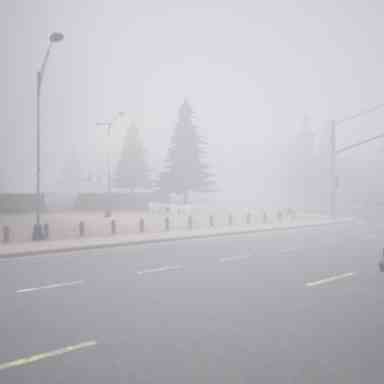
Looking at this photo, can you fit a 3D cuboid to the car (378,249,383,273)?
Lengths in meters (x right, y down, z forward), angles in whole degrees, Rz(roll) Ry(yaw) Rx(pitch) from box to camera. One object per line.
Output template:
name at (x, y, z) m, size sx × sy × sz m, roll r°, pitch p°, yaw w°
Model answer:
car at (7.092, 1.548, 8.901) m, size 5.357 × 1.411 × 2.033 m, roll 0°, pitch 0°, yaw -35°

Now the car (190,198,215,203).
car at (1.800, 1.603, 55.672) m, size 1.895 × 1.301 × 4.718 m, roll 0°, pitch 0°, yaw -35°
